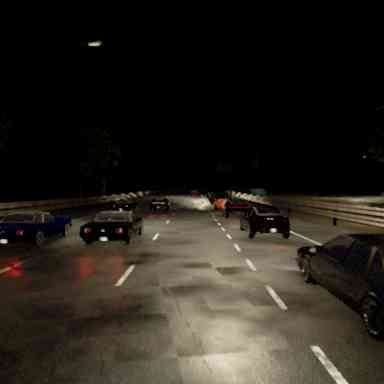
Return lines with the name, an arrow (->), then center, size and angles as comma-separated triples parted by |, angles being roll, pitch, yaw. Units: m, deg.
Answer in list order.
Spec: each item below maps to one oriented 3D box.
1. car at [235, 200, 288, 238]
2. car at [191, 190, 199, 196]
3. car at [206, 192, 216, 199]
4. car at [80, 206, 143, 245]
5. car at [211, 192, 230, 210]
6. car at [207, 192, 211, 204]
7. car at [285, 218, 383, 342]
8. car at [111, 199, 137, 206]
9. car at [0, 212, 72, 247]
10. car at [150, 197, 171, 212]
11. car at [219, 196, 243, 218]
car -> 3.522, 1.393, 16.793 | 1.837, 1.490, 4.892 | 0, 0, 0
car -> 0.660, 0.324, 81.747 | 1.812, 1.442, 4.674 | 0, 1, 1
car -> 4.012, 0.717, 71.635 | 2.033, 1.411, 5.357 | 0, 1, 1
car -> -3.380, 1.502, 15.000 | 1.895, 1.301, 4.718 | 0, 0, 0
car -> 3.641, 1.090, 38.703 | 2.097, 1.767, 4.553 | 0, 0, 0
car -> 3.739, 0.942, 49.664 | 2.097, 1.767, 4.553 | 0, 1, 1
car -> 3.603, 1.508, 6.347 | 2.033, 1.411, 5.357 | 0, 0, 0
car -> -6.791, 1.374, 33.880 | 1.895, 1.301, 4.718 | 0, 0, 0
car -> -6.882, 1.506, 14.442 | 1.895, 1.301, 4.718 | 0, 0, 0
car -> -3.284, 1.258, 34.873 | 2.128, 1.511, 4.902 | 0, 0, 0
car -> 3.569, 1.319, 27.764 | 1.837, 1.490, 4.892 | 0, 0, 0
